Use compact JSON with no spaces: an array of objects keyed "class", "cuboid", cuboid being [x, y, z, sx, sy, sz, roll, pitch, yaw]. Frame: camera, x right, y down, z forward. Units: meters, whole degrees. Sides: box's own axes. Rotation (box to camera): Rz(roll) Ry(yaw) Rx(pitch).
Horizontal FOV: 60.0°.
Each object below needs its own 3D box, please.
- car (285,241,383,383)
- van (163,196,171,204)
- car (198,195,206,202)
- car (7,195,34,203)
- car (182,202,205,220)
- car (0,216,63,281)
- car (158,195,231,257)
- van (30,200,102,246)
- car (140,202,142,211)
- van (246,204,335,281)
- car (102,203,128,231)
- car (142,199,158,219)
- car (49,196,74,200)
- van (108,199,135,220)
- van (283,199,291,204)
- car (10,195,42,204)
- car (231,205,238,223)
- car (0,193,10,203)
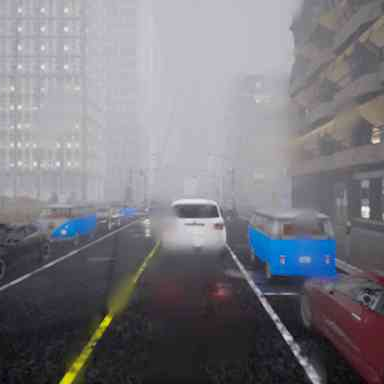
[{"class":"car","cuboid":[2.690,1.601,4.113,1.802,1.307,4.206,0,0,0]},{"class":"van","cuboid":[-5.683,1.718,76.129,1.690,1.788,3.998,0,0,0]},{"class":"car","cuboid":[2.699,1.784,92.782,2.192,1.841,5.009,0,0,0]},{"class":"car","cuboid":[-32.356,1.286,62.794,4.206,1.307,1.802,1,-1,0]},{"class":"car","cuboid":[0.096,1.708,30.766,1.994,1.385,4.181,0,0,0]},{"class":"car","cuboid":[-5.690,1.611,9.763,1.947,1.339,4.313,0,0,0]},{"class":"car","cuboid":[0.091,1.285,13.312,2.150,2.045,5.566,0,0,0]},{"class":"van","cuboid":[-5.690,1.412,15.413,1.690,1.788,3.998,0,0,0]},{"class":"car","cuboid":[-5.687,1.649,43.655,1.967,1.590,4.097,0,0,0]},{"class":"van","cuboid":[2.690,1.386,9.763,1.690,1.788,3.998,0,0,0]},{"class":"car","cuboid":[-5.689,1.648,21.060,2.008,1.369,4.403,0,0,0]},{"class":"car","cuboid":[-3.091,1.498,31.042,2.097,1.767,4.553,0,0,0]},{"class":"car","cuboid":[-21.125,1.331,54.441,4.097,1.590,1.967,1,-1,0]},{"class":"van","cuboid":[-5.688,1.466,26.710,1.690,1.788,3.998,0,0,0]},{"class":"van","cuboid":[16.936,1.966,54.384,3.998,1.788,1.690,1,-1,0]},{"class":"car","cuboid":[-26.702,1.365,54.426,4.206,1.307,1.802,1,-1,0]},{"class":"car","cuboid":[2.692,1.676,26.707,2.008,1.369,4.403,0,0,0]},{"class":"car","cuboid":[-32.271,0.991,54.421,5.009,1.841,2.192,1,-1,0]}]
